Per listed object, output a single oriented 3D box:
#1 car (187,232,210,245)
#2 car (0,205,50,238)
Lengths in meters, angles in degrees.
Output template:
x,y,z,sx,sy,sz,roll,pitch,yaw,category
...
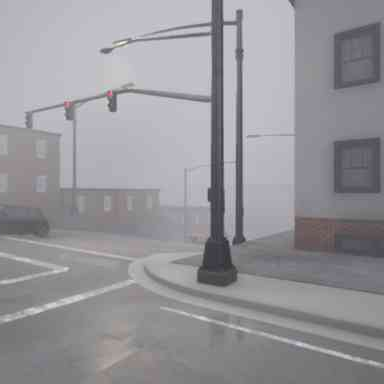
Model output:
x,y,z,sx,sy,sz,roll,pitch,yaw,category
1.478,4.706,33.121,1.882,1.535,5.008,0,-14,35,car
-9.780,1.426,17.228,2.097,1.767,4.553,1,-6,33,car
